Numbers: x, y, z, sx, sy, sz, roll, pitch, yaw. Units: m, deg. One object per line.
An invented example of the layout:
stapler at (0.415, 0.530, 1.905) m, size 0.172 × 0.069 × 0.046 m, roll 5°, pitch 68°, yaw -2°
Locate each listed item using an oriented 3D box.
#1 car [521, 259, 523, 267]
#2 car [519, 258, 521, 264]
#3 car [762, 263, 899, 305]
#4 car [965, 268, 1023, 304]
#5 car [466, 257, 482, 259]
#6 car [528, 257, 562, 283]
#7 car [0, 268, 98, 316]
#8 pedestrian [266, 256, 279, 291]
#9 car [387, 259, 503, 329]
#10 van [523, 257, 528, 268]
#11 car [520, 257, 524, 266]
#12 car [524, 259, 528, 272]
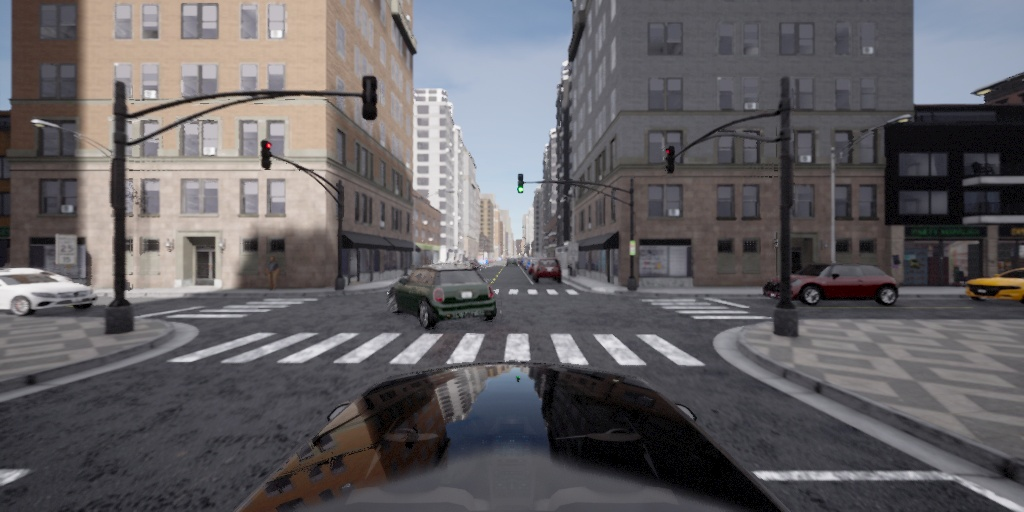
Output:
car at (2.655, 1.330, 50.459) m, size 1.802 × 1.307 × 4.207 m, roll 0°, pitch 0°, yaw 0°
car at (2.652, 1.324, 61.773) m, size 1.802 × 1.307 × 4.207 m, roll 0°, pitch 0°, yaw 0°
car at (13.455, 1.098, 15.387) m, size 4.553 × 1.767 × 2.097 m, roll 0°, pitch 0°, yaw 1°
car at (22.522, 1.228, 15.243) m, size 5.008 × 1.535 × 1.882 m, roll 0°, pitch 0°, yaw 1°
car at (-5.871, 1.062, 50.478) m, size 2.192 × 1.841 × 5.009 m, roll 0°, pitch 0°, yaw 0°
car at (2.661, 1.069, 27.832) m, size 2.192 × 1.841 × 5.009 m, roll 0°, pitch 0°, yaw 0°
car at (-17.633, 1.263, 12.644) m, size 4.674 × 1.442 × 1.812 m, roll 0°, pitch 0°, yaw 1°
pedestrian at (-12.556, 0.890, 18.807) m, size 0.375 × 1.860 × 0.375 m, roll 0°, pitch 0°, yaw 1°
car at (-2.421, 1.088, 11.586) m, size 2.097 × 1.767 × 4.553 m, roll 0°, pitch 0°, yaw -34°
van at (2.657, 1.091, 44.803) m, size 1.690 × 1.789 × 3.998 m, roll 0°, pitch 0°, yaw 0°
car at (2.654, 1.270, 56.286) m, size 1.751 × 1.417 × 4.829 m, roll 0°, pitch 0°, yaw 0°
car at (2.658, 1.297, 39.145) m, size 1.888 × 1.381 × 4.507 m, roll 0°, pitch 0°, yaw 0°
